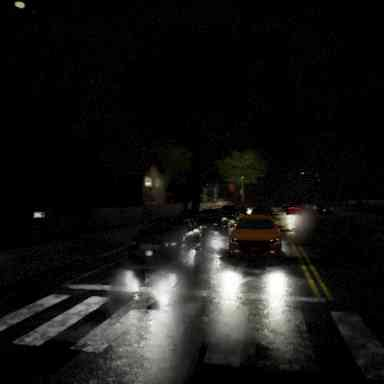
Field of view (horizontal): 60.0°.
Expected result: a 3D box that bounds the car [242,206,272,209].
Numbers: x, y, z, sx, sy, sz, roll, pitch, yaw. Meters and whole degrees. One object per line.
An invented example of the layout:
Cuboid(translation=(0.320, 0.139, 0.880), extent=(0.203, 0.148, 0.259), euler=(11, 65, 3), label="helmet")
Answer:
Cuboid(translation=(4.847, 1.850, 23.015), extent=(2.128, 1.511, 4.902), euler=(-1, -1, 13), label="car")

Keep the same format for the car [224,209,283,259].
Cuboid(translation=(2.686, 1.700, 13.800), extent=(1.882, 1.535, 5.008), euler=(-1, -1, 13), label="car")

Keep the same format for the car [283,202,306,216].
Cuboid(translation=(12.504, 2.101, 40.821), extent=(1.837, 1.490, 4.892), euler=(-1, -1, 14), label="car")

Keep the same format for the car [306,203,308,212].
Cuboid(translation=(18.007, 2.298, 50.228), extent=(2.033, 1.411, 5.357), euler=(-1, -1, 13), label="car")

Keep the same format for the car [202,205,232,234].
Cuboid(translation=(1.331, 1.889, 22.254), extent=(1.837, 1.490, 4.892), euler=(-1, -1, 13), label="car")

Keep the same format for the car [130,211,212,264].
Cuboid(translation=(-0.820, 1.741, 13.084), extent=(2.128, 1.511, 4.902), euler=(-1, -1, 13), label="car")

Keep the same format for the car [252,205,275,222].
Cuboid(translation=(7.230, 2.055, 33.108), extent=(2.033, 1.411, 5.357), euler=(-1, -1, 14), label="car")

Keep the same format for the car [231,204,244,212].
Cuboid(translation=(3.656, 2.034, 32.134), extent=(1.837, 1.490, 4.892), euler=(-1, -1, 13), label="car")

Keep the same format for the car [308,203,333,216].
Cuboid(translation=(15.783, 2.119, 40.511), extent=(1.994, 1.385, 4.181), euler=(-1, -1, 13), label="car")
